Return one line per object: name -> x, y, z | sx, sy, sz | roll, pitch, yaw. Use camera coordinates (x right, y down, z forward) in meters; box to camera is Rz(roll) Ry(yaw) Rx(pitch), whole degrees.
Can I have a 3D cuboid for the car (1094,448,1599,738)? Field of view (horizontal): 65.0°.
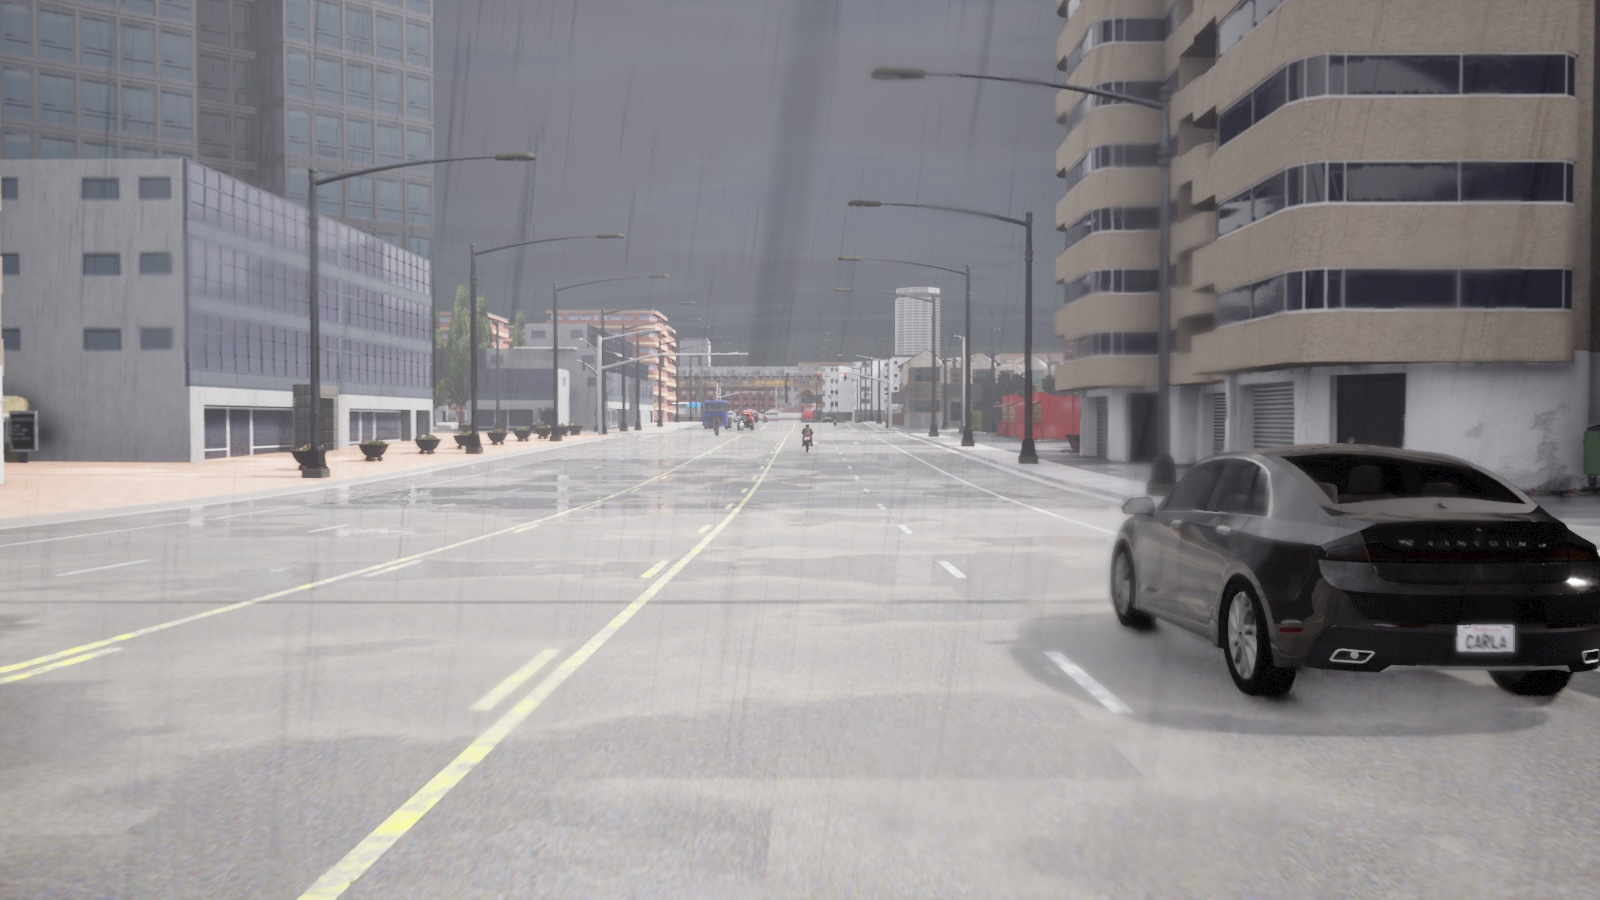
car -> 3.566, 0.735, 8.910 | 1.837, 1.490, 4.892 | 0, 0, 0
